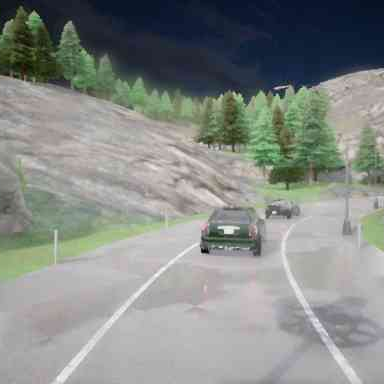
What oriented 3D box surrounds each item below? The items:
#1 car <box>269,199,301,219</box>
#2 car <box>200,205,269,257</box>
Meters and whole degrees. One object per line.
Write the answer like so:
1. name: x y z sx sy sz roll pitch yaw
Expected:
1. car: 7.001 1.255 25.632 1.812 1.442 4.674 0 1 30
2. car: 1.773 1.301 13.074 2.097 1.767 4.553 0 1 15
